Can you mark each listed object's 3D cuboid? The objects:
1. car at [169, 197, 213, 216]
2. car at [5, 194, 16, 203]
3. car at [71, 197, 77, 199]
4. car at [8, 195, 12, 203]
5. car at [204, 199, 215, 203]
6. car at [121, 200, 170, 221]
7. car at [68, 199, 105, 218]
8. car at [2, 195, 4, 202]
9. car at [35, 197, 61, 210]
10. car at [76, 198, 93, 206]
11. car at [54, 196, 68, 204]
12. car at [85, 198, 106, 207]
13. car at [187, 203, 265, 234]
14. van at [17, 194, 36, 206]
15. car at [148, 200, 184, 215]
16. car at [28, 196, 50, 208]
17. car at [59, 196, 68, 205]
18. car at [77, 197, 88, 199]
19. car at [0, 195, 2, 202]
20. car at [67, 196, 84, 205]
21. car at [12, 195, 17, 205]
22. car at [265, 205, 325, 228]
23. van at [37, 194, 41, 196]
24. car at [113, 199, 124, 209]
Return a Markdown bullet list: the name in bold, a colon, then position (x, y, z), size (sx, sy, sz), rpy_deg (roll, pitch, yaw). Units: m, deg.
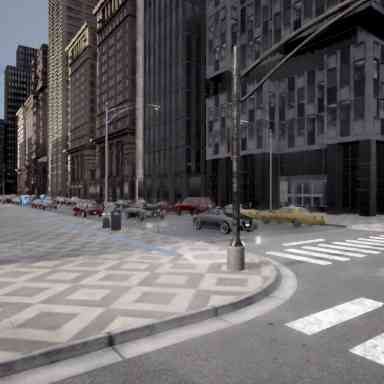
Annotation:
- **car**: position (0.267, 1.398, 31.812), size (2.192, 1.841, 5.009), rpy_deg (0, 0, -35)
- **car**: position (-39.041, 1.529, 72.603), size (2.192, 1.841, 5.009), rpy_deg (0, 0, -35)
- **car**: position (-17.516, 1.654, 52.339), size (1.837, 1.490, 4.892), rpy_deg (0, 0, -35)
- **car**: position (-35.804, 1.779, 68.029), size (1.802, 1.307, 4.206), rpy_deg (0, 0, -35)
- **car**: position (3.405, 1.594, 27.377), size (1.752, 1.417, 4.829), rpy_deg (0, 0, -35)
- **car**: position (-3.946, 1.623, 27.629), size (1.994, 1.385, 4.181), rpy_deg (0, 0, -35)
- **car**: position (-9.917, 1.612, 31.446), size (1.887, 1.381, 4.507), rpy_deg (0, 0, -35)
- **car**: position (-42.277, 1.814, 77.175), size (1.802, 1.307, 4.206), rpy_deg (0, 0, -35)
- **car**: position (-19.625, 1.696, 45.164), size (1.802, 1.307, 4.206), rpy_deg (0, 0, -35)
- **car**: position (-19.147, 1.760, 59.248), size (1.802, 1.307, 4.206), rpy_deg (0, 0, -35)
- **car**: position (-28.854, 1.668, 72.965), size (1.967, 1.590, 4.097), rpy_deg (0, 0, -35)
- **car**: position (-15.911, 1.727, 54.675), size (1.947, 1.339, 4.313), rpy_deg (0, 0, -35)
- **car**: position (1.842, 1.596, 19.448), size (1.994, 1.385, 4.181), rpy_deg (0, 0, -35)
- **van**: position (-29.333, 1.505, 58.884), size (1.690, 1.788, 3.998), rpy_deg (0, 0, -35)
- **car**: position (-2.968, 1.643, 36.384), size (1.887, 1.381, 4.507), rpy_deg (0, 0, -35)
- **car**: position (-22.861, 1.712, 49.737), size (1.802, 1.307, 4.206), rpy_deg (0, 0, -35)
- **car**: position (-23.534, 1.780, 60.840), size (1.895, 1.301, 4.718), rpy_deg (0, 0, -36)
- **car**: position (-11.299, 1.599, 38.041), size (1.837, 1.490, 4.892), rpy_deg (0, 0, -35)
- **car**: position (-45.512, 1.690, 81.748), size (1.967, 1.590, 4.097), rpy_deg (0, 0, -35)
- **car**: position (-22.383, 1.634, 63.820), size (1.967, 1.590, 4.097), rpy_deg (0, 0, -35)
- **car**: position (-32.471, 1.705, 63.318), size (1.752, 1.417, 4.829), rpy_deg (0, 0, -35)
- **car**: position (6.641, 1.579, 22.805), size (1.752, 1.417, 4.829), rpy_deg (0, 0, -35)
- **van**: position (-38.562, 1.622, 86.684), size (1.690, 1.788, 3.998), rpy_deg (0, 0, -35)
- **car**: position (-9.440, 1.680, 45.530), size (2.008, 1.369, 4.403), rpy_deg (0, 0, -35)
